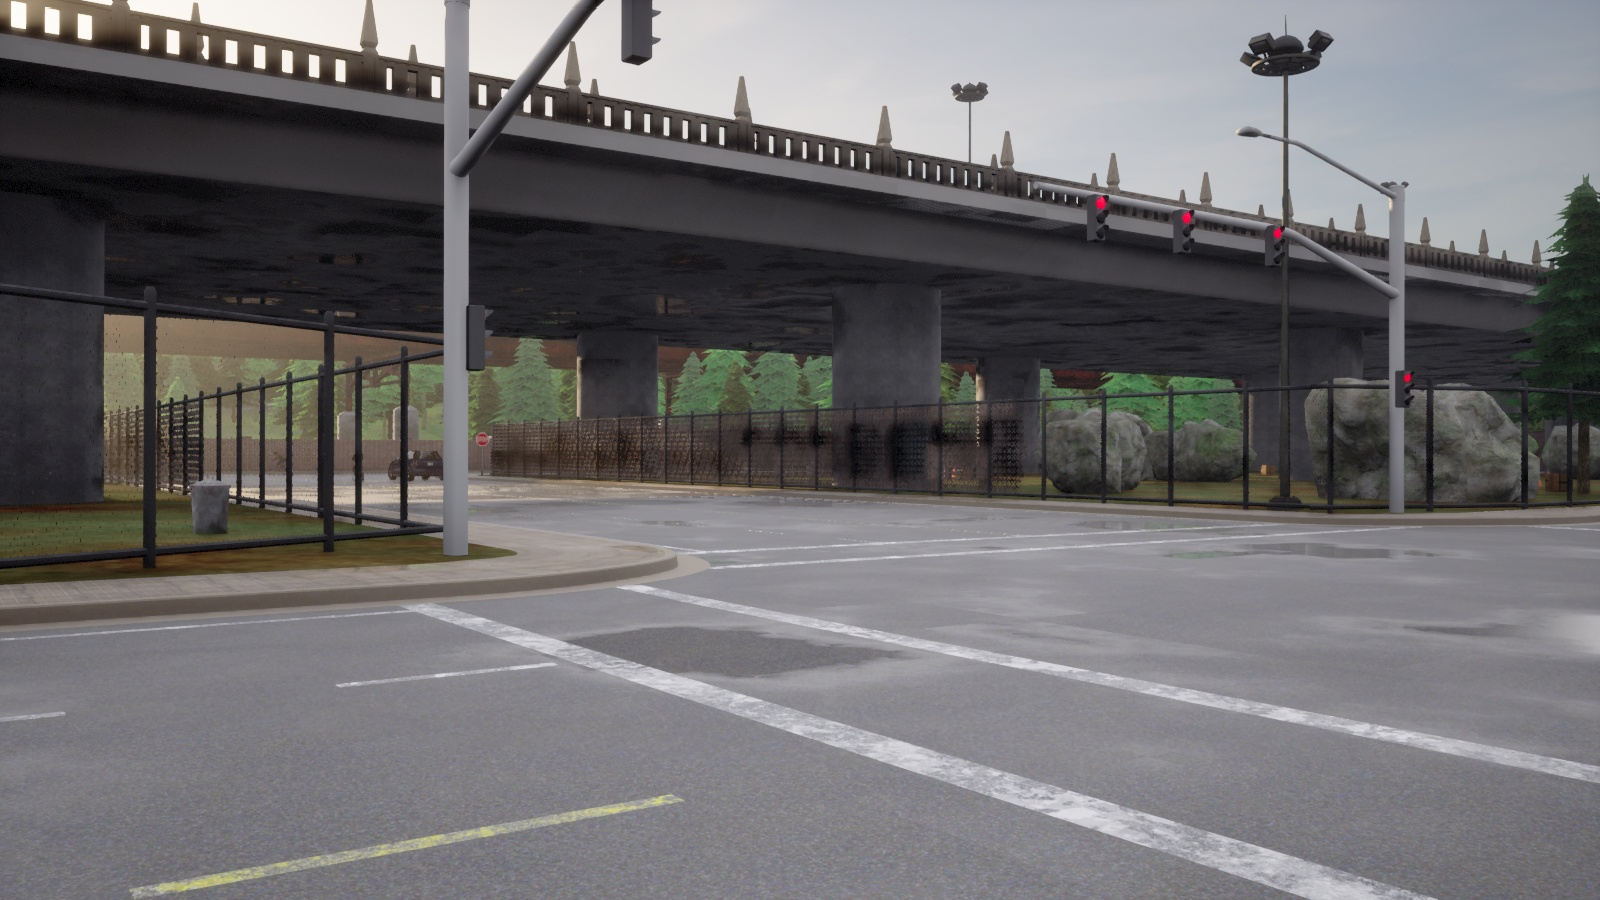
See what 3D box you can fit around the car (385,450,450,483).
[{"bbox_3d":[-21.011,0.872,68.921,2.097,1.767,4.553,0,0,-35],"label":"car"}]
